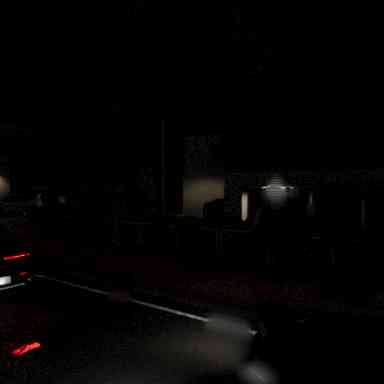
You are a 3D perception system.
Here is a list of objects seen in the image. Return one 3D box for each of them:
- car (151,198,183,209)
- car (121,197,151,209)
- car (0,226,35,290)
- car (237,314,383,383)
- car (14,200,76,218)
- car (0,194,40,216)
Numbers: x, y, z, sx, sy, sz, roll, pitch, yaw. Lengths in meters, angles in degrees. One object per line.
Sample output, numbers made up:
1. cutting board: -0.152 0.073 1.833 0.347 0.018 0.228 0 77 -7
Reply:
1. car: -3.011 1.563 44.958 1.994 1.385 4.181 0 0 36
2. car: -7.351 1.491 44.902 2.128 1.511 4.902 0 0 36
3. car: -5.672 1.506 8.054 4.892 1.490 1.837 0 0 37
4. car: 2.549 1.526 2.168 4.674 1.442 1.812 0 0 36
5. car: -13.244 1.601 30.604 1.895 1.301 4.718 0 0 35
6. car: -17.022 1.221 31.331 2.150 2.045 5.566 0 0 35
